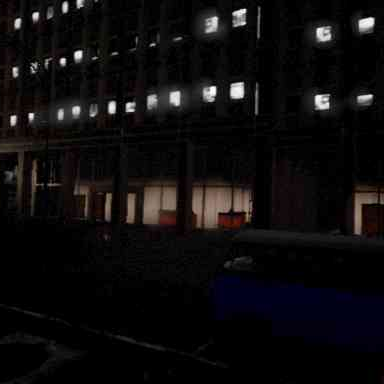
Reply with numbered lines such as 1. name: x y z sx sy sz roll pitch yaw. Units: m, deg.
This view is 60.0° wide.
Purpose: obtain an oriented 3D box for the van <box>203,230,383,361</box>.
1. van: 2.204 1.550 5.040 3.998 1.788 1.690 0 -1 28

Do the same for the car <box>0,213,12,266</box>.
1. car: -7.829 1.448 10.383 5.009 1.841 2.192 0 -1 28
